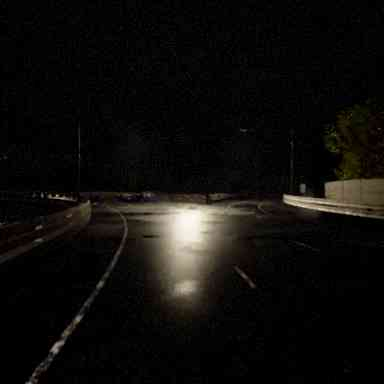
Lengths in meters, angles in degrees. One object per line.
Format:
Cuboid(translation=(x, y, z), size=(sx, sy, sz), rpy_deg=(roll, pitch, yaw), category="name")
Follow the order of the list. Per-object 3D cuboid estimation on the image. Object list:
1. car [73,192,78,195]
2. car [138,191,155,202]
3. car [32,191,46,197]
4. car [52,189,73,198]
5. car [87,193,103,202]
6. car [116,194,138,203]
Cuboid(translation=(-29.863, 0.588, 82.263), size=(4.181, 1.385, 1.994), rpy_deg=(0, 1, 41), category="car")
Cuboid(translation=(-7.731, 0.681, 54.385), size=(2.097, 1.767, 4.553), rpy_deg=(-1, 1, -29), category="car")
Cuboid(translation=(-36.017, 0.579, 78.372), size=(5.008, 1.535, 1.882), rpy_deg=(0, 1, 41), category="car")
Cuboid(translation=(-31.221, 0.308, 78.765), size=(5.566, 2.045, 2.150), rpy_deg=(1, 1, 43), category="car")
Cuboid(translation=(-16.012, 0.873, 54.731), size=(1.812, 1.442, 4.674), rpy_deg=(0, 1, -32), category="car")
Cuboid(translation=(-10.557, 0.927, 52.320), size=(1.994, 1.385, 4.181), rpy_deg=(0, 1, -29), category="car")
